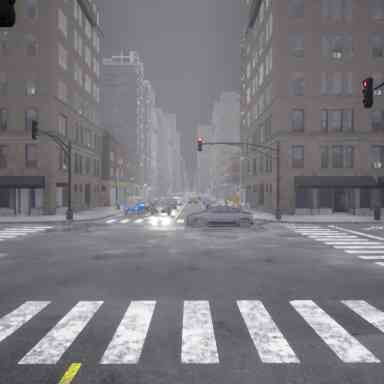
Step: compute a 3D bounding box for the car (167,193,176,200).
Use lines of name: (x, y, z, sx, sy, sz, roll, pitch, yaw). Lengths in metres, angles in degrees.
car: (-5.582, 1.305, 90.096, 2.192, 1.841, 5.009, 0, 0, 0)

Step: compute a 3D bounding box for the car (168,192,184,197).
car: (-2.917, 1.225, 55.434, 2.150, 2.045, 5.566, 0, 0, 0)

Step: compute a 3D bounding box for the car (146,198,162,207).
car: (-5.705, 1.584, 50.418, 1.802, 1.307, 4.206, 0, 0, 0)

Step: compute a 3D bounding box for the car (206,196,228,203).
car: (2.768, 1.441, 33.389, 1.967, 1.590, 4.097, 0, 0, 0)

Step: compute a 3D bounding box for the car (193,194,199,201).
car: (1.062, 1.446, 89.580, 1.801, 1.575, 5.366, 0, 0, 0)

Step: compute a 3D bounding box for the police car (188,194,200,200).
police car: (0.567, 1.412, 95.408, 1.930, 1.638, 5.238, 0, 0, -16)

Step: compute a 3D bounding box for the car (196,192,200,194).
car: (0.224, 1.290, 72.961, 1.882, 1.535, 5.008, 0, 0, 0)

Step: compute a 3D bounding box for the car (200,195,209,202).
car: (2.909, 1.435, 78.743, 1.967, 1.590, 4.097, 0, 0, 0)

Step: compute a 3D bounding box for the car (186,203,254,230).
car: (1.703, 1.564, 20.655, 4.181, 1.385, 1.994, 0, 0, 0)

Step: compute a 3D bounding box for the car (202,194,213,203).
car: (2.803, 1.442, 44.727, 1.967, 1.590, 4.097, 0, 0, 0)

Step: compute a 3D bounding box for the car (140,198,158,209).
car: (-5.722, 1.568, 44.750, 1.947, 1.339, 4.313, 0, 0, 0)

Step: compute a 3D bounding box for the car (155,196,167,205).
car: (-5.670, 1.526, 61.585, 1.752, 1.417, 4.829, 0, 0, 0)

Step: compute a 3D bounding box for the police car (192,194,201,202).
police car: (1.040, 1.420, 79.485, 1.930, 1.638, 5.238, 0, 0, -1)

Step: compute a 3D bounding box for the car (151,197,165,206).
car: (-5.687, 1.567, 56.087, 1.947, 1.339, 4.313, 0, 0, 0)

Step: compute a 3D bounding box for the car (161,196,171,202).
car: (-5.634, 1.542, 73.091, 1.887, 1.381, 4.507, 0, 0, 0)

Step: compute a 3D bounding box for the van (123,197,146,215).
van: (-5.758, 1.342, 33.413, 1.690, 1.788, 3.998, 0, 0, 0)

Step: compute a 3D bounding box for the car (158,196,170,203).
car: (-5.652, 1.565, 67.423, 1.947, 1.339, 4.313, 0, 0, 0)

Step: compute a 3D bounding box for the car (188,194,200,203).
car: (0.193, 1.601, 62.987, 1.895, 1.301, 4.718, 0, 0, 0)

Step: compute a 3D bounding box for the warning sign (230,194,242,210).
warning sign: (5.188, 1.117, 39.376, 1.300, 1.860, 1.060, 0, 0, 0)

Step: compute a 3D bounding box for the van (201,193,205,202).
van: (2.838, 1.342, 56.066, 1.690, 1.788, 3.998, 0, 0, 0)

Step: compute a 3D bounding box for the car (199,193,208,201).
car: (2.926, 1.307, 84.412, 2.192, 1.841, 5.009, 0, 0, 0)

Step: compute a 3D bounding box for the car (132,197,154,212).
car: (-5.740, 1.442, 39.082, 1.967, 1.590, 4.097, 0, 0, 0)

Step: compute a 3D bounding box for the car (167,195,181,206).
car: (-2.966, 1.493, 43.800, 2.128, 1.511, 4.902, 0, 0, 0)

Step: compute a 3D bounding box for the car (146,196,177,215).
car: (-3.003, 1.493, 33.555, 2.128, 1.511, 4.902, 0, 0, 0)
